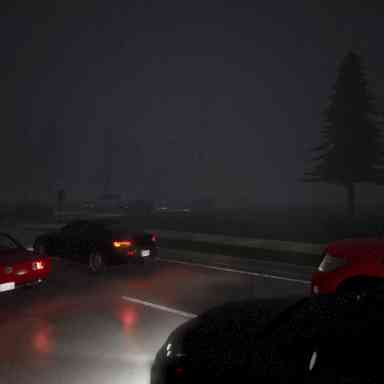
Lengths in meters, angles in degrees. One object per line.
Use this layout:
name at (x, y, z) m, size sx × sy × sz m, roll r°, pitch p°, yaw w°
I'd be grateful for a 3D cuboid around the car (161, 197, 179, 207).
car at (-3.365, 1.528, 50.039) m, size 1.812 × 1.442 × 4.674 m, roll 0°, pitch 0°, yaw 36°

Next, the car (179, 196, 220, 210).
car at (1.107, 1.549, 44.342) m, size 2.033 × 1.411 × 5.357 m, roll 0°, pitch 0°, yaw 37°

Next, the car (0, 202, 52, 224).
car at (-12.940, 1.527, 25.228) m, size 1.812 × 1.442 × 4.674 m, roll 0°, pitch 0°, yaw 36°

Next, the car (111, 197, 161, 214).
car at (-5.804, 1.527, 35.016) m, size 1.812 × 1.442 × 4.674 m, roll 0°, pitch 0°, yaw 37°

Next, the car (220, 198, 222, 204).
car at (3.381, 1.480, 59.108) m, size 1.882 × 1.535 × 5.008 m, roll 0°, pitch 0°, yaw 37°

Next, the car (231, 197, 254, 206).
car at (8.202, 1.479, 53.867) m, size 1.882 × 1.535 × 5.008 m, roll 0°, pitch 0°, yaw 37°

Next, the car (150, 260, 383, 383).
car at (1.638, 1.564, 2.812) m, size 4.181 × 1.385 × 1.994 m, roll 0°, pitch 0°, yaw 36°

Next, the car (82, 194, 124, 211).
car at (-10.564, 1.222, 40.366) m, size 2.150 × 2.045 × 5.566 m, roll 0°, pitch 0°, yaw 37°

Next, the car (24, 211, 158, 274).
car at (-3.142, 1.526, 10.562) m, size 4.674 × 1.442 × 1.812 m, roll 0°, pitch 0°, yaw 36°

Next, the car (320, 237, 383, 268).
car at (4.730, 1.221, 4.892) m, size 5.566 × 2.045 × 2.150 m, roll 0°, pitch 0°, yaw 36°

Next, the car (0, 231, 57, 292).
car at (-5.476, 1.601, 7.933) m, size 4.718 × 1.301 × 1.895 m, roll 0°, pitch 0°, yaw 36°
